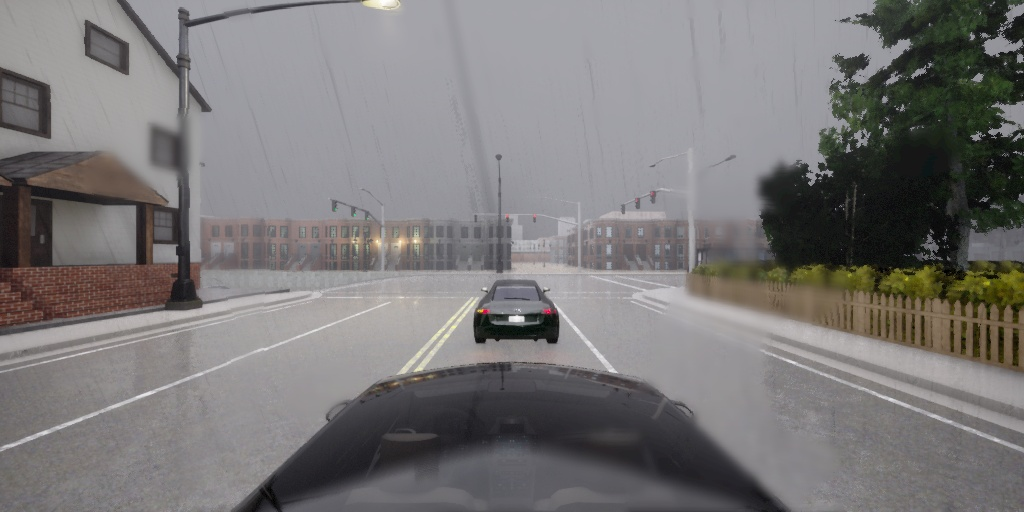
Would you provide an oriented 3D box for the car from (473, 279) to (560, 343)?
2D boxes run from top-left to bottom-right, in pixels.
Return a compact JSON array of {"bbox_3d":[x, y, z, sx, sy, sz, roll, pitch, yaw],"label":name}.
[{"bbox_3d":[0.099,1.314,9.657,1.994,1.385,4.181,0,0,0],"label":"car"}]

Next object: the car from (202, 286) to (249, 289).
[{"bbox_3d":[-22.438,3.308,26.907,5.566,2.045,2.150,-13,1,-1],"label":"car"}]
